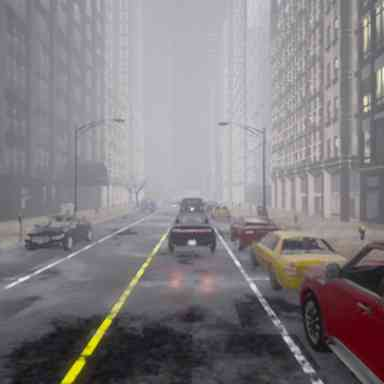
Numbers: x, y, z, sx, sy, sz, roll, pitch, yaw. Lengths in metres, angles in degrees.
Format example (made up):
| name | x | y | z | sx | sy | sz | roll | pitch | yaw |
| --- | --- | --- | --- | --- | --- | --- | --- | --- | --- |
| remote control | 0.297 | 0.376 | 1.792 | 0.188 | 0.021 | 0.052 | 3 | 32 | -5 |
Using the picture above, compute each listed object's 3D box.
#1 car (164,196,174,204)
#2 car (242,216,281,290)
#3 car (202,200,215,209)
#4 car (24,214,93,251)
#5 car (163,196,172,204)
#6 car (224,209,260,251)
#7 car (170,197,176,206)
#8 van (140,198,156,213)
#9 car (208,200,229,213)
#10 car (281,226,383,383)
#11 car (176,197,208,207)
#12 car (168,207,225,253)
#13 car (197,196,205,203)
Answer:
| name | x | y | z | sx | sy | sz | roll | pitch | yaw |
| --- | --- | --- | --- | --- | --- | --- | --- | --- | --- |
| car | -5.657 | 2.003 | 83.029 | 2.192 | 1.841 | 5.009 | 0 | 0 | 0 |
| car | 2.690 | 1.610 | 9.114 | 1.752 | 1.417 | 4.829 | 0 | -1 | 0 |
| car | 2.711 | 2.036 | 54.529 | 1.947 | 1.339 | 4.313 | 0 | 0 | 0 |
| car | -5.687 | 1.685 | 14.648 | 2.008 | 1.369 | 4.403 | 0 | -1 | 0 |
| car | -5.659 | 2.191 | 77.329 | 1.887 | 1.381 | 4.507 | 0 | 0 | 0 |
| car | 2.693 | 1.679 | 14.642 | 1.887 | 1.381 | 4.507 | 0 | -1 | 0 |
| car | -2.968 | 2.141 | 71.180 | 2.033 | 1.411 | 5.357 | 0 | 0 | 0 |
| van | -5.676 | 1.719 | 43.143 | 1.690 | 1.788 | 3.998 | 0 | 0 | 0 |
| car | 2.701 | 1.810 | 31.907 | 1.752 | 1.417 | 4.829 | 0 | 0 | 0 |
| car | 2.686 | 1.346 | 3.249 | 2.192 | 1.841 | 5.009 | 0 | -1 | 0 |
| car | 0.014 | 1.477 | 29.007 | 2.150 | 2.045 | 5.566 | 0 | 0 | 0 |
| car | 0.010 | 1.623 | 14.283 | 2.128 | 1.511 | 4.902 | 0 | 0 | 0 |
| car | 2.430 | 2.125 | 94.620 | 2.097 | 1.767 | 4.553 | 0 | 0 | 0 |
